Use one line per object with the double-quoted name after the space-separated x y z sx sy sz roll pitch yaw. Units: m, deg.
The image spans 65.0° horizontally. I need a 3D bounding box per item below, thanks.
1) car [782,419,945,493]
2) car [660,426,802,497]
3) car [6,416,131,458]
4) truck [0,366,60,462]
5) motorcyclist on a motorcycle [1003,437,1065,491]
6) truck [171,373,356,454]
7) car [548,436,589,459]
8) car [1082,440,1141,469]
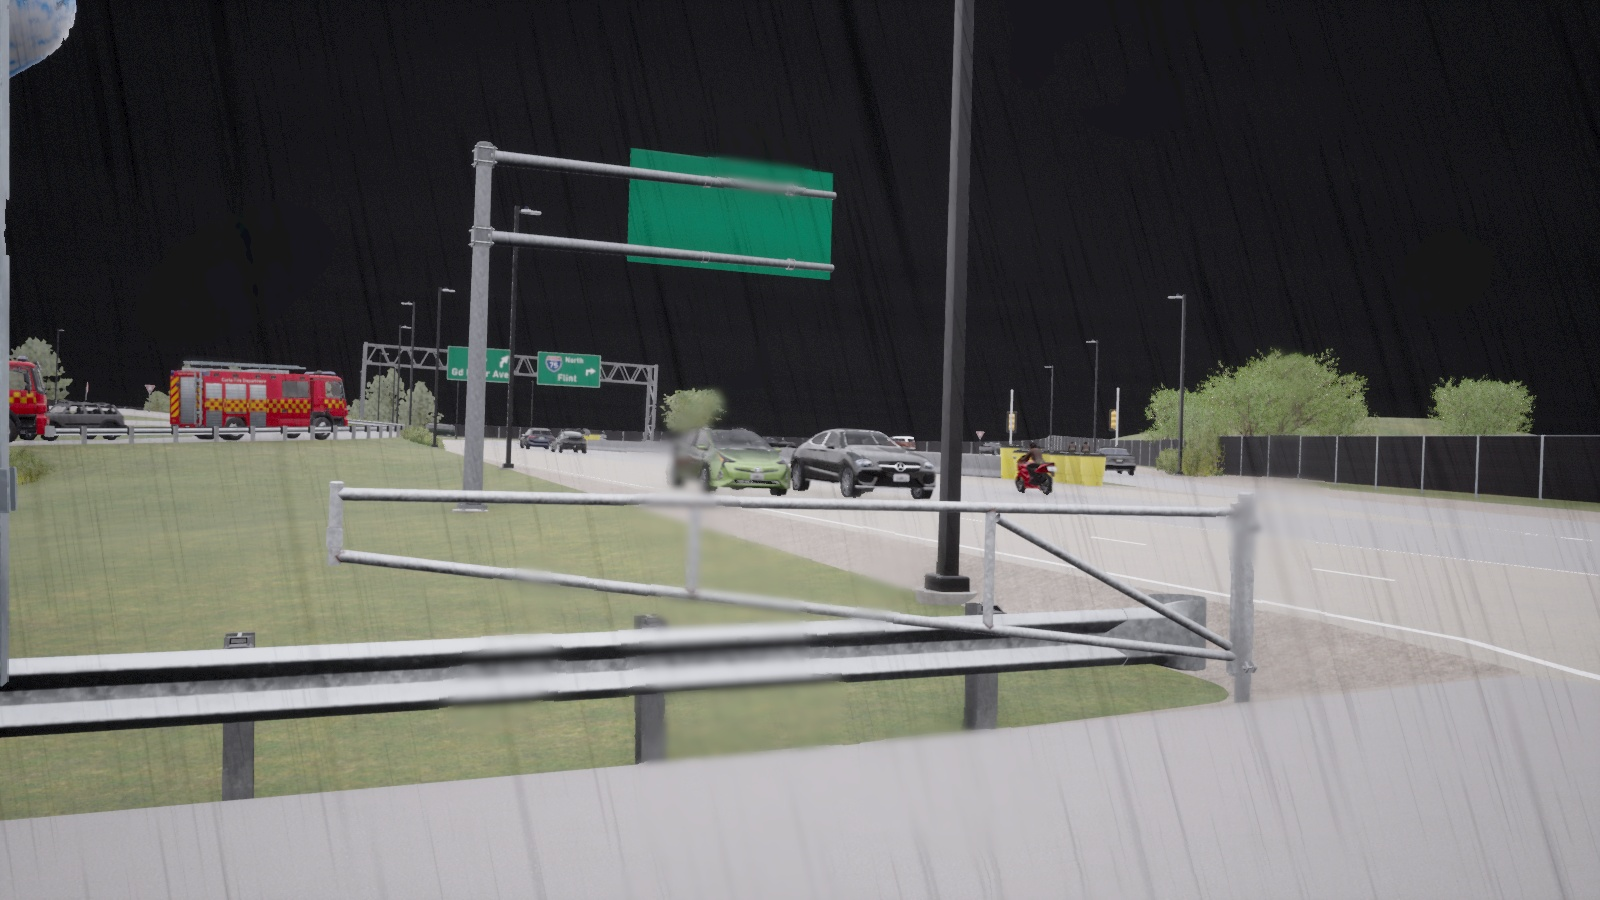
1.447 0.117 31.025 2.152 1.651 5.027 1 0 -21 "car"
-1.710 0.237 29.476 2.007 1.525 4.514 1 0 -21 "car"
-33.731 -0.623 58.021 1.932 1.855 4.605 0 1 28 "car"
-34.568 -1.391 50.114 8.468 3.827 2.891 -2 1 -29 "truck"
6.807 0.392 36.582 0.797 1.523 2.044 1 0 -21 "motorcyclist on a motorcycle"
-27.159 -1.859 64.038 2.891 3.827 8.468 1 2 32 "truck"
-15.870 -0.194 85.868 1.837 1.490 4.892 1 0 -21 "car"
15.752 0.196 63.766 2.033 1.411 5.357 0 1 4 "car"
